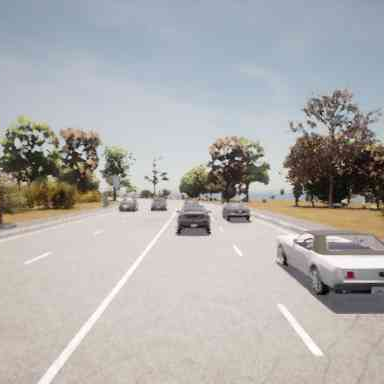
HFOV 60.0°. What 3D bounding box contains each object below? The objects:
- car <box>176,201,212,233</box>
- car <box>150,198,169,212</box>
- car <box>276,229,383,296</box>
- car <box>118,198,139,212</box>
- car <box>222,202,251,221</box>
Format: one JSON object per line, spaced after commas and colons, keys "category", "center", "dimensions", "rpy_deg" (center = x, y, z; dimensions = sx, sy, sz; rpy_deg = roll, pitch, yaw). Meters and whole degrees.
{"category": "car", "center": [0.104, 1.508, 19.838], "dimensions": [1.837, 1.490, 4.892], "rpy_deg": [0, 0, 0]}
{"category": "car", "center": [-3.870, 1.510, 39.579], "dimensions": [1.837, 1.490, 4.892], "rpy_deg": [0, 0, -2]}
{"category": "car", "center": [3.603, 1.602, 8.596], "dimensions": [1.895, 1.301, 4.718], "rpy_deg": [0, 0, 0]}
{"category": "car", "center": [-7.340, 1.497, 38.825], "dimensions": [2.128, 1.511, 4.902], "rpy_deg": [0, 0, -2]}
{"category": "car", "center": [3.587, 1.552, 27.505], "dimensions": [2.033, 1.411, 5.357], "rpy_deg": [0, 0, 0]}
